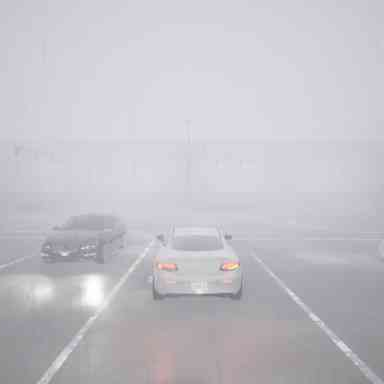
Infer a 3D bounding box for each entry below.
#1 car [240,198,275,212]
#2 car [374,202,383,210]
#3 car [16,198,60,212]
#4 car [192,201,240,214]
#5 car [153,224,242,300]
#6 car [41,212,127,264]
[{"bbox_3d":[7.003,1.457,38.353,5.008,1.535,1.882,0,0,2],"label":"car"},{"bbox_3d":[23.285,1.398,37.918,4.674,1.442,1.812,-1,0,2],"label":"car"},{"bbox_3d":[-18.039,1.491,39.025,4.902,1.511,2.128,0,0,2],"label":"car"},{"bbox_3d":[2.327,1.588,34.978,4.718,1.301,1.895,0,0,2],"label":"car"},{"bbox_3d":[0.071,1.527,8.277,1.812,1.442,4.674,0,0,-1],"label":"car"},{"bbox_3d":[-3.579,1.512,11.821,1.837,1.490,4.892,0,0,1],"label":"car"}]
